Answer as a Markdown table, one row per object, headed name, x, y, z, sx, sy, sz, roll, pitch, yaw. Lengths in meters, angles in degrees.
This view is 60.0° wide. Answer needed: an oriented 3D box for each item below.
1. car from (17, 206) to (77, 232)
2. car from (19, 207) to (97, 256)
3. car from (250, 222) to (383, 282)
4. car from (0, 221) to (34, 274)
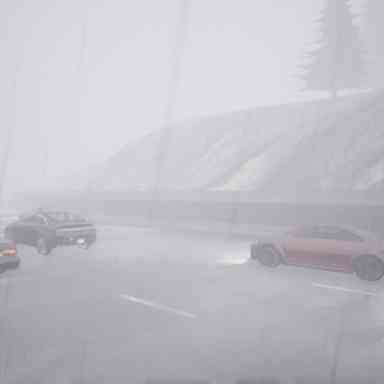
| name | x | y | z | sx | sy | sz | roll | pitch | yaw |
| --- | --- | --- | --- | --- | --- | --- | --- | --- | --- |
| car | -9.435 | 1.633 | 21.441 | 4.718 | 1.301 | 1.895 | 0 | 0 | 44 |
| car | -5.748 | 1.512 | 13.272 | 4.902 | 1.511 | 2.128 | 0 | 0 | 41 |
| car | 3.887 | 1.596 | 9.961 | 4.181 | 1.385 | 1.994 | 0 | 0 | 37 |
| car | -6.846 | 1.557 | 9.545 | 5.357 | 1.411 | 2.033 | 0 | 0 | 41 |
